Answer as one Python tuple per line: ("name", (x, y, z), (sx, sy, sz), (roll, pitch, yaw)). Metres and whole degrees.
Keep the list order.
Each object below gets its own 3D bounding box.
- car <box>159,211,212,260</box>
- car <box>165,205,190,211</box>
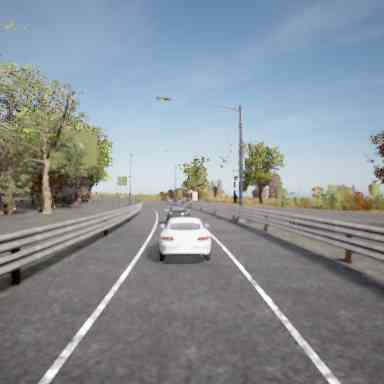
("car", (-0.279, 1.690, 13.033), (1.812, 1.442, 4.674), (0, 0, -2))
("car", (-1.172, 1.831, 27.446), (2.128, 1.511, 4.902), (0, -1, -4))
